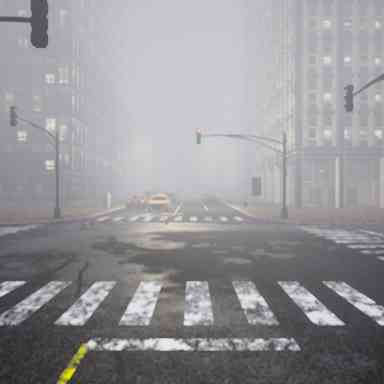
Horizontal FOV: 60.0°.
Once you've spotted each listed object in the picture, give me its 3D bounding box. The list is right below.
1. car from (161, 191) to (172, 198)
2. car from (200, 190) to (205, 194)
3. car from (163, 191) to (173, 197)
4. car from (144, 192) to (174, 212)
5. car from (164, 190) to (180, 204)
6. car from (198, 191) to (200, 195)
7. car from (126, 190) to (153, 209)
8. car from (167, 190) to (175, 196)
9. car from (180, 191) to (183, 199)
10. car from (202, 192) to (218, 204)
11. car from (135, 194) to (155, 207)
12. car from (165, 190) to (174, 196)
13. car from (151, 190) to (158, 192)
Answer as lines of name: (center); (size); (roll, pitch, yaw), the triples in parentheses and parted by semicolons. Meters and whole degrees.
car: (-5.649, 0.493, 73.920); (1.887, 1.381, 4.507); (1, 1, 0)
car: (2.726, 0.708, 57.431); (1.752, 1.417, 4.829); (1, 1, 0)
car: (-5.647, 0.420, 79.495); (2.008, 1.369, 4.403); (1, 1, 0)
car: (-3.082, 1.023, 31.804); (1.882, 1.535, 5.008); (0, 1, 0)
car: (-3.063, 0.822, 46.044); (1.882, 1.535, 5.008); (0, 2, 0)
car: (2.726, 0.672, 62.838); (1.947, 1.339, 4.313); (1, 1, 0)
car: (-5.661, 0.942, 34.897); (1.967, 1.590, 4.097); (1, 1, 0)
car: (-5.643, 0.263, 90.644); (2.008, 1.369, 4.403); (1, 1, 0)
car: (-2.976, 0.419, 65.996); (2.097, 1.767, 4.553); (0, 1, 0)
car: (2.720, 0.925, 46.107); (1.802, 1.307, 4.206); (1, 1, 0)
car: (-5.663, 1.005, 40.474); (1.802, 1.307, 4.206); (1, 1, 0)
car: (-5.645, 0.335, 85.070); (1.887, 1.381, 4.507); (1, 1, 0)
car: (-5.655, 0.659, 46.044); (2.192, 1.841, 5.009); (1, 1, 0)
